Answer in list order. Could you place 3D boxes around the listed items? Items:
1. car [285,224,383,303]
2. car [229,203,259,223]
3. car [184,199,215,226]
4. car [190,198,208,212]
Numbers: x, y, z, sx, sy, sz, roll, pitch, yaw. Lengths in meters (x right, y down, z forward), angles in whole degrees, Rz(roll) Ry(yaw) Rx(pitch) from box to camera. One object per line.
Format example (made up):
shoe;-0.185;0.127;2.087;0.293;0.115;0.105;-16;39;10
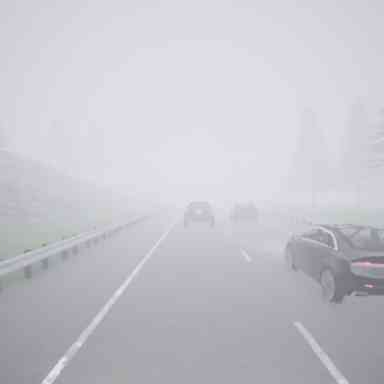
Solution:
car;3.733;1.536;8.254;2.128;1.511;4.902;0;0;1
car;4.061;1.580;26.554;2.128;1.511;4.902;0;0;1
car;0.512;1.412;24.153;2.097;1.767;4.553;0;0;1
car;0.826;1.596;42.216;2.128;1.511;4.902;0;0;1
